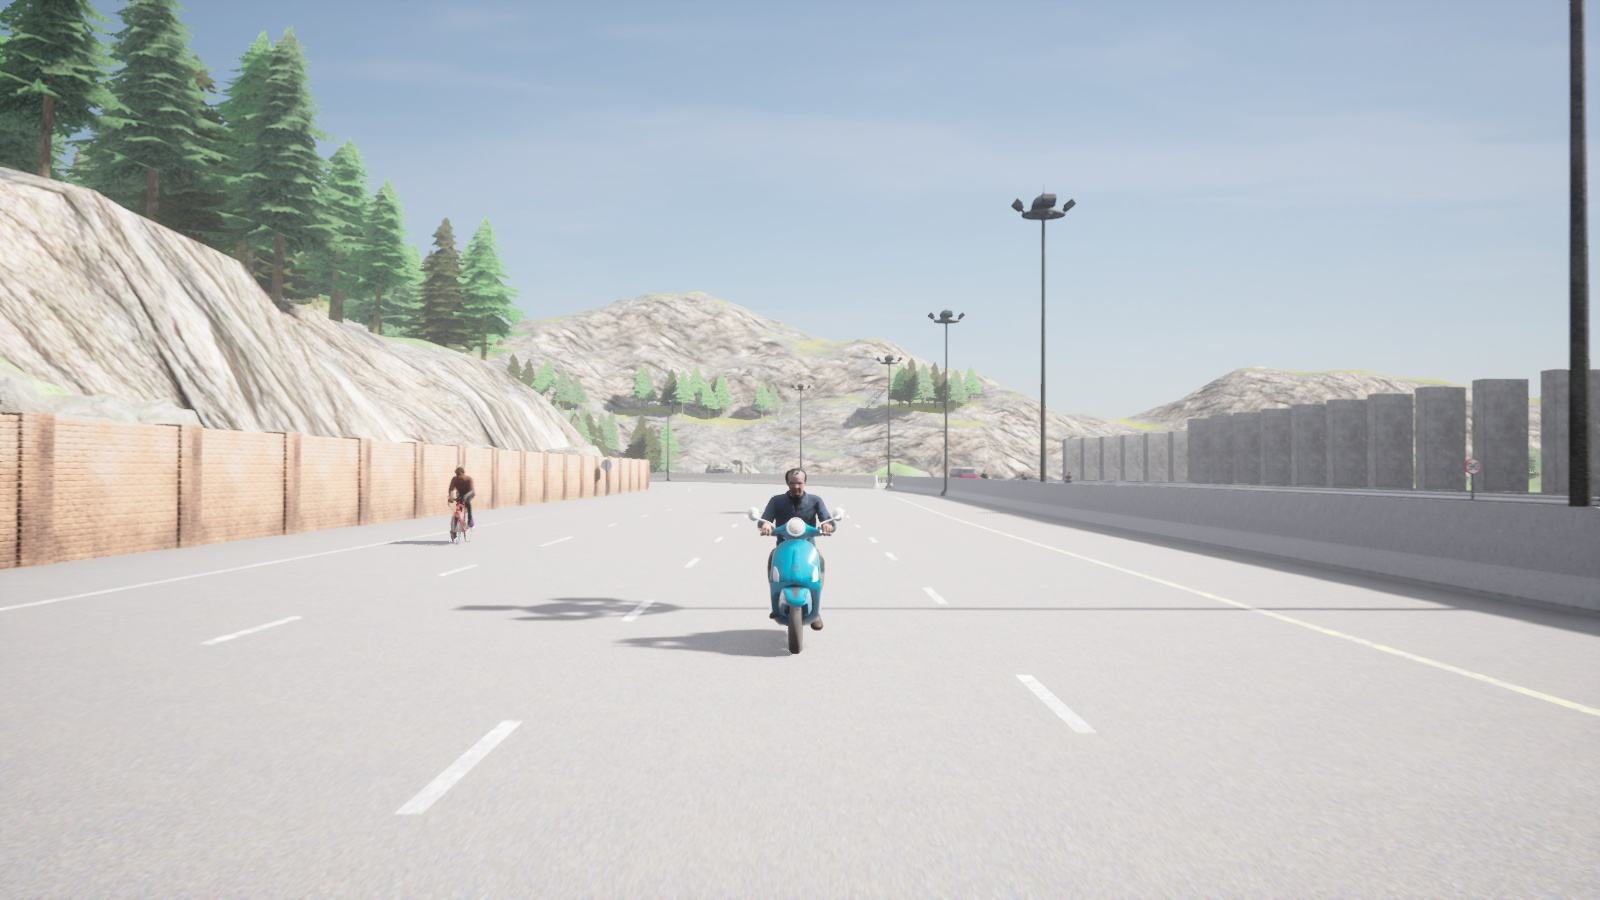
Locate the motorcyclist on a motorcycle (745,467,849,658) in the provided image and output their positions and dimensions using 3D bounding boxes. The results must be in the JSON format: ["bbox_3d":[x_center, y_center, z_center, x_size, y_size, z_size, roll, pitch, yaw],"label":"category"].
[{"bbox_3d":[-0.031,0.959,11.412,0.866,1.590,1.817,0,-1,0],"label":"motorcyclist on a motorcycle"}]

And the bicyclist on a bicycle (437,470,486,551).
[{"bbox_3d":[-7.070,1.236,26.283,0.582,1.620,1.656,0,-1,0],"label":"bicyclist on a bicycle"}]
